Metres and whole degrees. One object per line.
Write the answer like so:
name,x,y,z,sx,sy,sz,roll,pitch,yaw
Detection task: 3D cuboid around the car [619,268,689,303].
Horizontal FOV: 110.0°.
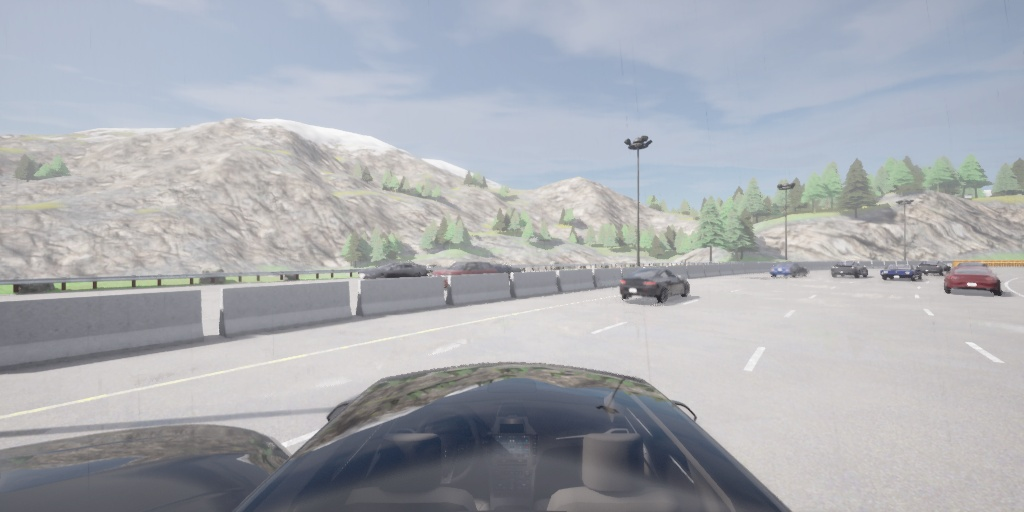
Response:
car,6.660,1.278,16.682,1.812,1.442,4.674,0,0,44

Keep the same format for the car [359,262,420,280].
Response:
car,-8.595,1.247,26.217,2.128,1.511,4.902,0,0,43

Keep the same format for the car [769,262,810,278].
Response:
car,26.363,1.303,34.064,5.357,1.411,2.033,0,0,-36

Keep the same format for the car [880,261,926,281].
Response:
car,32.303,1.356,29.698,4.718,1.301,1.895,0,0,-35

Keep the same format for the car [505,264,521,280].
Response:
car,-1.524,1.303,28.607,2.033,1.411,5.357,0,0,45

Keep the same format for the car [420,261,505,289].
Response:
car,-2.944,1.106,22.013,2.097,1.767,4.553,0,0,43

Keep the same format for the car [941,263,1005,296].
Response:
car,25.000,1.279,19.544,4.674,1.442,1.812,0,0,-39

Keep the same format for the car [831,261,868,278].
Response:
car,31.369,1.247,33.307,4.902,1.511,2.128,0,0,-35

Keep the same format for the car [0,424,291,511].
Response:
car,-2.981,1.255,0.491,4.892,1.490,1.837,0,0,-45

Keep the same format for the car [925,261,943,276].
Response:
car,43.306,1.248,36.832,4.902,1.511,2.128,0,0,-31
